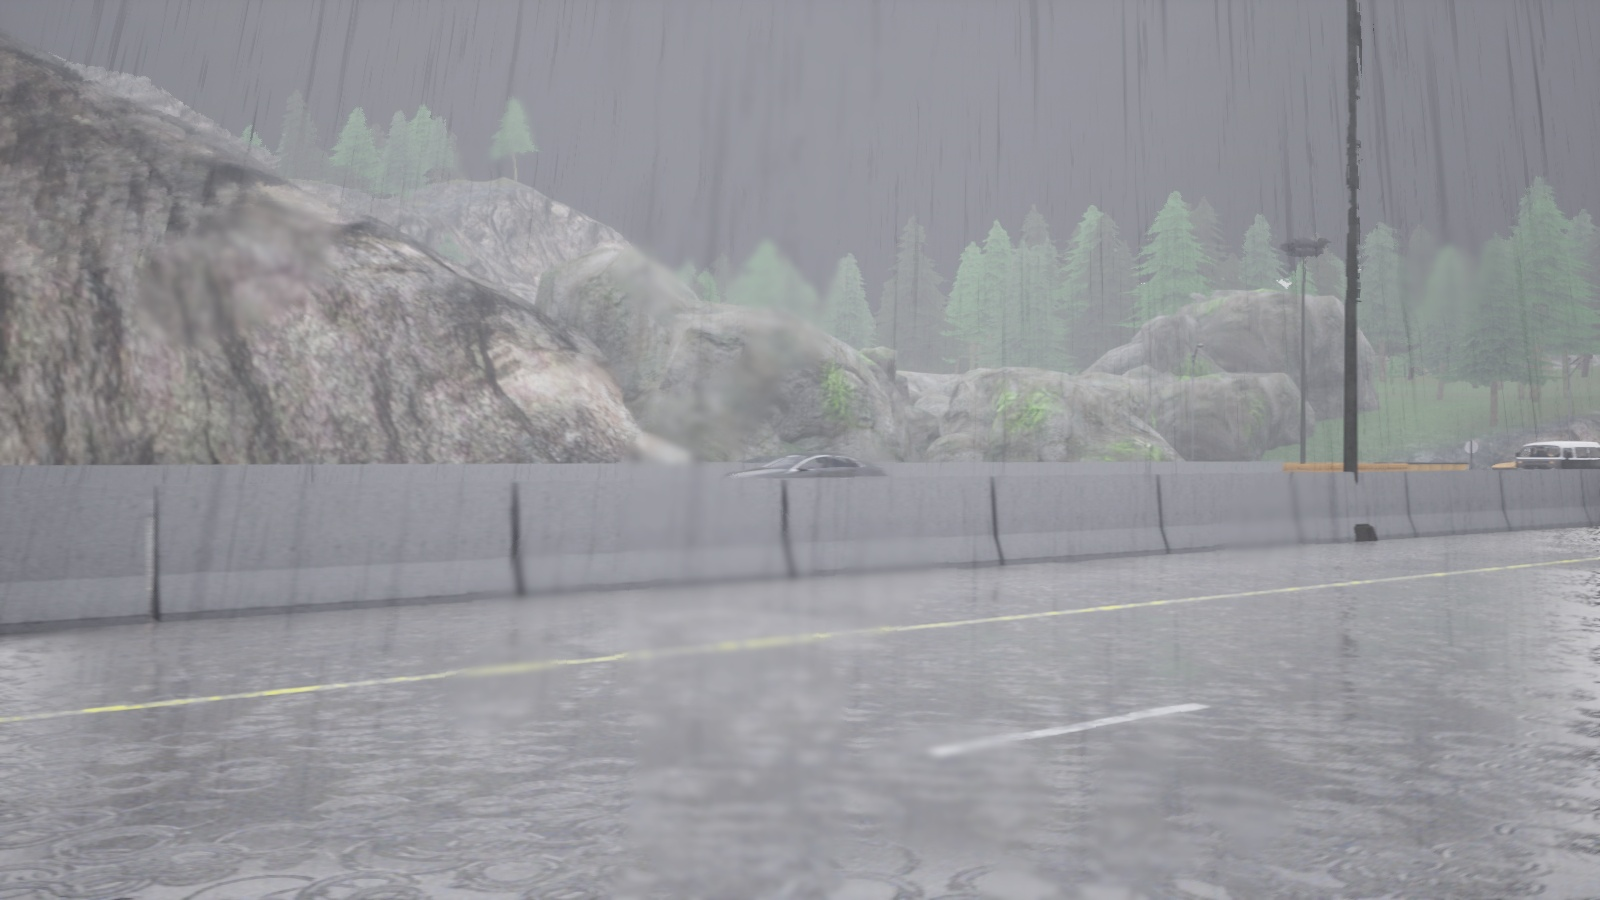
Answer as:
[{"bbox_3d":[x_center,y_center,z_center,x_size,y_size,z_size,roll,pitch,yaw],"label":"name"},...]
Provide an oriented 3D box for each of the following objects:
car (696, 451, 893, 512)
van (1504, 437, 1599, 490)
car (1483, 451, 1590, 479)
[{"bbox_3d":[-0.116,0.783,33.429,4.902,1.511,2.128,0,0,-35],"label":"car"},{"bbox_3d":[30.477,0.529,50.459,4.480,2.038,2.069,0,0,-35],"label":"van"},{"bbox_3d":[40.183,0.805,68.555,5.008,1.535,1.882,0,0,-9],"label":"car"}]
